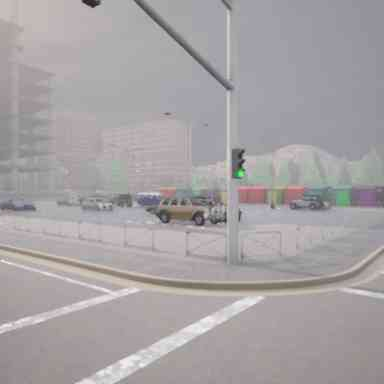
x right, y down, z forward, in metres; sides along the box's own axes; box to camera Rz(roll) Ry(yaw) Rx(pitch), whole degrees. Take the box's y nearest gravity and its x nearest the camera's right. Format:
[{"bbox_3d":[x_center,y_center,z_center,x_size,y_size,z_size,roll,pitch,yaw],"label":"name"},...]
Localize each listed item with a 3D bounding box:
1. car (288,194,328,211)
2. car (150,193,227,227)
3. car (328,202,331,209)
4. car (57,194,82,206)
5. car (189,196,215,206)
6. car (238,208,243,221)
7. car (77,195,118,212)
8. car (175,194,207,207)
[{"bbox_3d":[13.603,1.229,39.574,3.866,1.878,1.905,0,0,38],"label":"car"},{"bbox_3d":[-0.226,1.180,21.802,4.605,1.855,1.932,0,0,38],"label":"car"},{"bbox_3d":[15.388,1.474,41.853,3.806,1.475,1.970,0,0,38],"label":"car"},{"bbox_3d":[-18.927,1.421,50.728,3.806,1.475,1.970,0,0,38],"label":"car"},{"bbox_3d":[1.583,1.430,52.554,3.905,1.438,1.784,0,0,38],"label":"car"},{"bbox_3d":[1.593,1.188,24.055,3.866,1.878,1.905,0,0,38],"label":"car"},{"bbox_3d":[-10.541,1.421,36.907,3.806,1.475,1.970,0,0,38],"label":"car"},{"bbox_3d":[-0.245,1.213,50.306,4.605,1.855,1.932,0,0,38],"label":"car"}]
